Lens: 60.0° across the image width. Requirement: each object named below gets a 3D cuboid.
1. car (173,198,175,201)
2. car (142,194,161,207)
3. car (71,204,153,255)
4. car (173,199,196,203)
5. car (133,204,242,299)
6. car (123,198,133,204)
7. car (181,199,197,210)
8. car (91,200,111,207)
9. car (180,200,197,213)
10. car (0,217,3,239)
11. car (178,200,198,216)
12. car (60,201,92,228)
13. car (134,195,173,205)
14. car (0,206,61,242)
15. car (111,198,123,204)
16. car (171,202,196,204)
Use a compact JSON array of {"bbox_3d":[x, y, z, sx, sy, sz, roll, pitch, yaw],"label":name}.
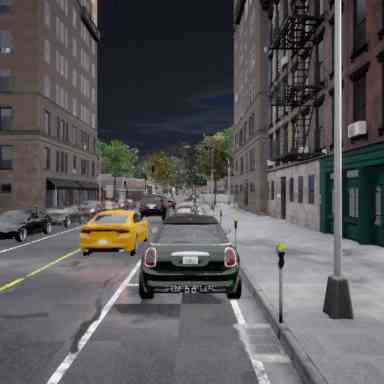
[{"bbox_3d":[-2.919,1.522,42.206,1.837,1.490,4.892,0,0,0],"label":"car"},{"bbox_3d":[-5.770,1.183,48.051,2.097,1.767,4.553,0,0,0],"label":"car"},{"bbox_3d":[-2.920,1.478,13.375,1.882,1.535,5.008,0,0,0],"label":"car"},{"bbox_3d":[-0.383,1.531,27.562,1.752,1.417,4.829,0,0,0],"label":"car"},{"bbox_3d":[-0.033,1.353,8.620,2.097,1.767,4.553,0,0,0],"label":"car"},{"bbox_3d":[-8.408,1.454,38.426,1.967,1.590,4.097,0,0,0],"label":"car"},{"bbox_3d":[-0.383,1.584,43.946,1.947,1.339,4.313,0,0,0],"label":"car"},{"bbox_3d":[-8.408,1.446,27.388,1.967,1.590,4.097,0,0,0],"label":"car"},{"bbox_3d":[-0.383,1.596,38.428,1.802,1.307,4.206,0,0,0],"label":"car"},{"bbox_3d":[-5.869,1.477,6.032,1.882,1.535,5.008,0,0,0],"label":"car"},{"bbox_3d":[-0.383,1.554,32.910,1.887,1.381,4.507,0,0,0],"label":"car"},{"bbox_3d":[-8.408,1.553,21.869,2.008,1.369,4.403,0,0,0],"label":"car"},{"bbox_3d":[-3.017,1.229,27.458,2.150,2.045,5.566,0,0,0],"label":"car"},{"bbox_3d":[-8.408,1.567,16.351,1.947,1.339,4.313,0,0,0],"label":"car"},{"bbox_3d":[-8.408,1.535,32.737,1.752,1.417,4.829,0,0,0],"label":"car"},{"bbox_3d":[-0.383,1.584,21.873,1.802,1.307,4.206,0,0,0],"label":"car"}]
